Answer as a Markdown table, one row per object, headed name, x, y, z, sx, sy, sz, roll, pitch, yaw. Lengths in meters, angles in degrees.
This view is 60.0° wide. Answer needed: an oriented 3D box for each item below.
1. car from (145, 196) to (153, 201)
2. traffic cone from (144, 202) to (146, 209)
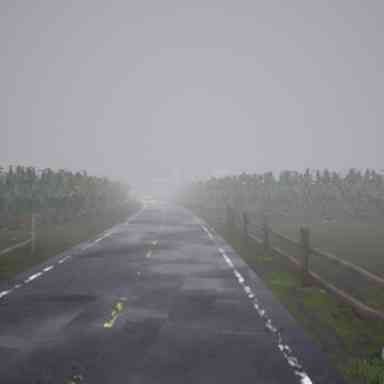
| name | x | y | z | sx | sy | sz | roll | pitch | yaw |
| --- | --- | --- | --- | --- | --- | --- | --- | --- | --- |
| car | -11.877 | 1.711 | 92.387 | 1.882 | 1.535 | 5.008 | 0 | 0 | -13 |
| traffic cone | -6.435 | 2.072 | 45.834 | 0.340 | 0.580 | 0.340 | 0 | 0 | -6 |
